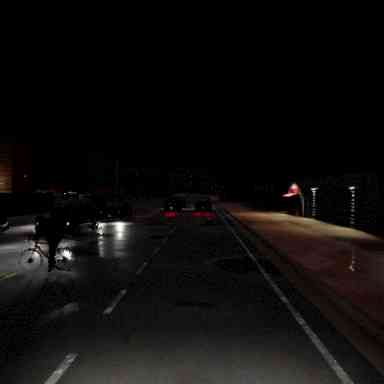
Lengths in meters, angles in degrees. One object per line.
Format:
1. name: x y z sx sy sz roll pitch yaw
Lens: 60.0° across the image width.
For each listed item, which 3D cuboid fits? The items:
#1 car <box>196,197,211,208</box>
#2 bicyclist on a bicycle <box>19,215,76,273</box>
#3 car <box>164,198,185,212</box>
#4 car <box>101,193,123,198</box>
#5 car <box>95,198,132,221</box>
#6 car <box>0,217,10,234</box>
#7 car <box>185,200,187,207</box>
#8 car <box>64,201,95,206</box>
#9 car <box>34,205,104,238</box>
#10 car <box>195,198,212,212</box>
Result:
1. car: 1.652 1.547 48.795 2.033 1.411 5.357 0 0 1
2. bicyclist on a bicycle: -4.070 1.455 9.328 1.656 1.620 0.582 -2 0 2
3. car: -2.188 1.505 39.213 1.837 1.490 4.892 0 0 2
4. car: -22.000 1.153 92.690 4.605 1.855 1.932 0 0 2
5. car: -6.152 1.526 27.406 1.812 1.442 4.674 0 0 2
6. car: -10.177 1.547 14.447 2.033 1.411 5.357 0 0 2
7. car: -1.872 1.547 49.603 2.033 1.411 5.357 0 0 2
8. car: -9.664 1.601 27.182 1.895 1.301 4.718 0 0 2
9. car: -6.554 1.601 18.000 1.895 1.301 4.718 0 0 2
10. car: 1.307 1.491 38.357 2.128 1.511 4.902 0 0 2
